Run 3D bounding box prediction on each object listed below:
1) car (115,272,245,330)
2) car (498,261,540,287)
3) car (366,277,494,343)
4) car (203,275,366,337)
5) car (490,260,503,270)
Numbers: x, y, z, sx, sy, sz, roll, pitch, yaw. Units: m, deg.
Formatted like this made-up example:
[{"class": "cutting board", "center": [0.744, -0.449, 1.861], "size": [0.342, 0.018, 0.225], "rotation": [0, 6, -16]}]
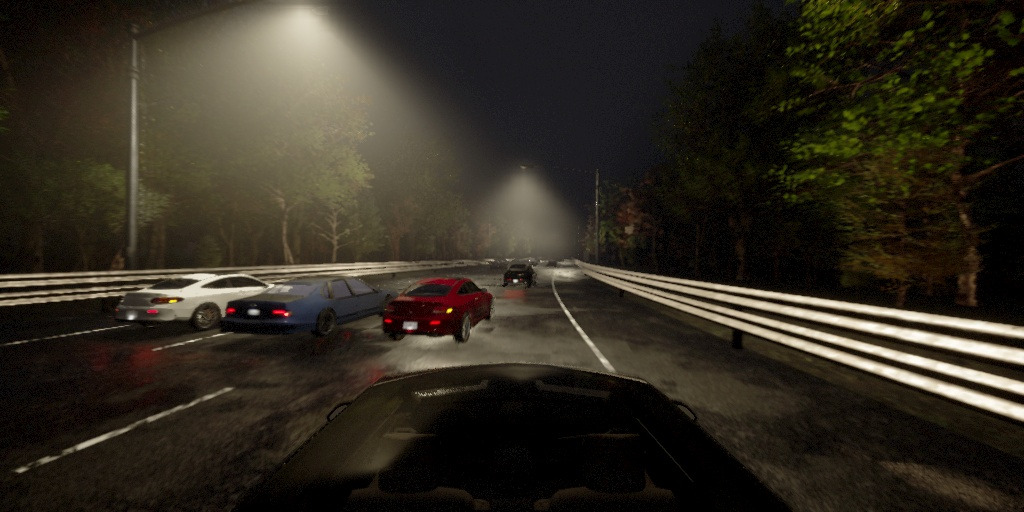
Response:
[{"class": "car", "center": [-8.657, 1.212, 10.779], "size": [1.812, 1.442, 4.674], "rotation": [1, 0, 9]}, {"class": "car", "center": [0.600, 1.286, 24.569], "size": [1.837, 1.490, 4.892], "rotation": [0, 0, 9]}, {"class": "car", "center": [-1.744, 1.277, 9.690], "size": [1.812, 1.442, 4.674], "rotation": [0, 0, 9]}, {"class": "car", "center": [-5.198, 1.271, 10.234], "size": [2.033, 1.411, 5.357], "rotation": [1, 0, 9]}, {"class": "car", "center": [-1.928, 1.314, 53.543], "size": [2.033, 1.411, 5.357], "rotation": [1, 0, 9]}]
